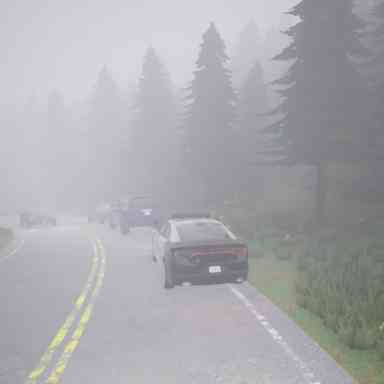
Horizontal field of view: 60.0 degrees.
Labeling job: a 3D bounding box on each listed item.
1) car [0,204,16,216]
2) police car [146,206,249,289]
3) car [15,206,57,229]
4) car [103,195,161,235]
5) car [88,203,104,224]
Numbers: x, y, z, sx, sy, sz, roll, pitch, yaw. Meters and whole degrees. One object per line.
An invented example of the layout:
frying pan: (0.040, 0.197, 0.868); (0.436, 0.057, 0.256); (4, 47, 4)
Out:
car: (-23.072, 2.186, 41.127); (4.718, 1.301, 1.895); (-2, 2, 43)
police car: (-0.058, 1.395, 9.400); (1.930, 1.638, 5.238); (-1, 0, -12)
car: (-11.324, 1.782, 24.311); (1.812, 1.442, 4.674); (-3, 1, -36)
car: (-3.387, 1.201, 19.364); (2.150, 2.045, 5.566); (-2, 1, -25)
car: (-6.417, 1.544, 24.927); (1.812, 1.442, 4.674); (-3, 1, -32)
